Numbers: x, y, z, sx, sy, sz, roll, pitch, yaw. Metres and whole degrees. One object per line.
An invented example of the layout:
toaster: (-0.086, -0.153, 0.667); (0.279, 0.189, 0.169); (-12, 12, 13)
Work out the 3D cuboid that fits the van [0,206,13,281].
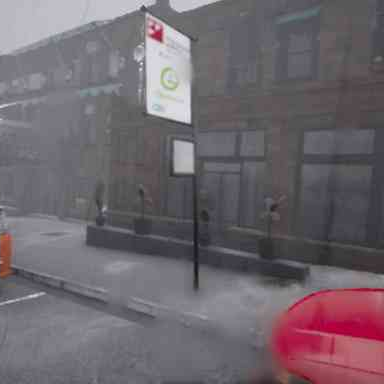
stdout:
van: (-6.206, 1.183, 7.961); (4.442, 1.987, 1.878); (1, 0, 36)
